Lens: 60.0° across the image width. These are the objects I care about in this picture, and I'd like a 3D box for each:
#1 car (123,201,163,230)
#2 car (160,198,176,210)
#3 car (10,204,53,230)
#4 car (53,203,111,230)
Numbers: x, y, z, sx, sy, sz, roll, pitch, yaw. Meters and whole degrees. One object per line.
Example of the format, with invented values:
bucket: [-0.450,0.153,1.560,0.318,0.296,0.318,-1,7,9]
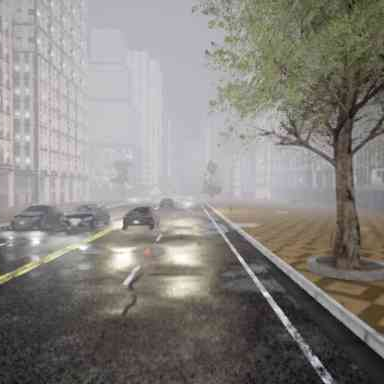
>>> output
car: [-3.144,1.527,21.004,1.812,1.442,4.674,0,0,0]
car: [-3.133,1.479,42.980,1.882,1.535,5.008,0,0,0]
car: [-9.758,1.530,21.454,1.812,1.442,4.674,0,0,0]
car: [-6.515,1.496,20.958,2.128,1.511,4.902,0,0,1]
